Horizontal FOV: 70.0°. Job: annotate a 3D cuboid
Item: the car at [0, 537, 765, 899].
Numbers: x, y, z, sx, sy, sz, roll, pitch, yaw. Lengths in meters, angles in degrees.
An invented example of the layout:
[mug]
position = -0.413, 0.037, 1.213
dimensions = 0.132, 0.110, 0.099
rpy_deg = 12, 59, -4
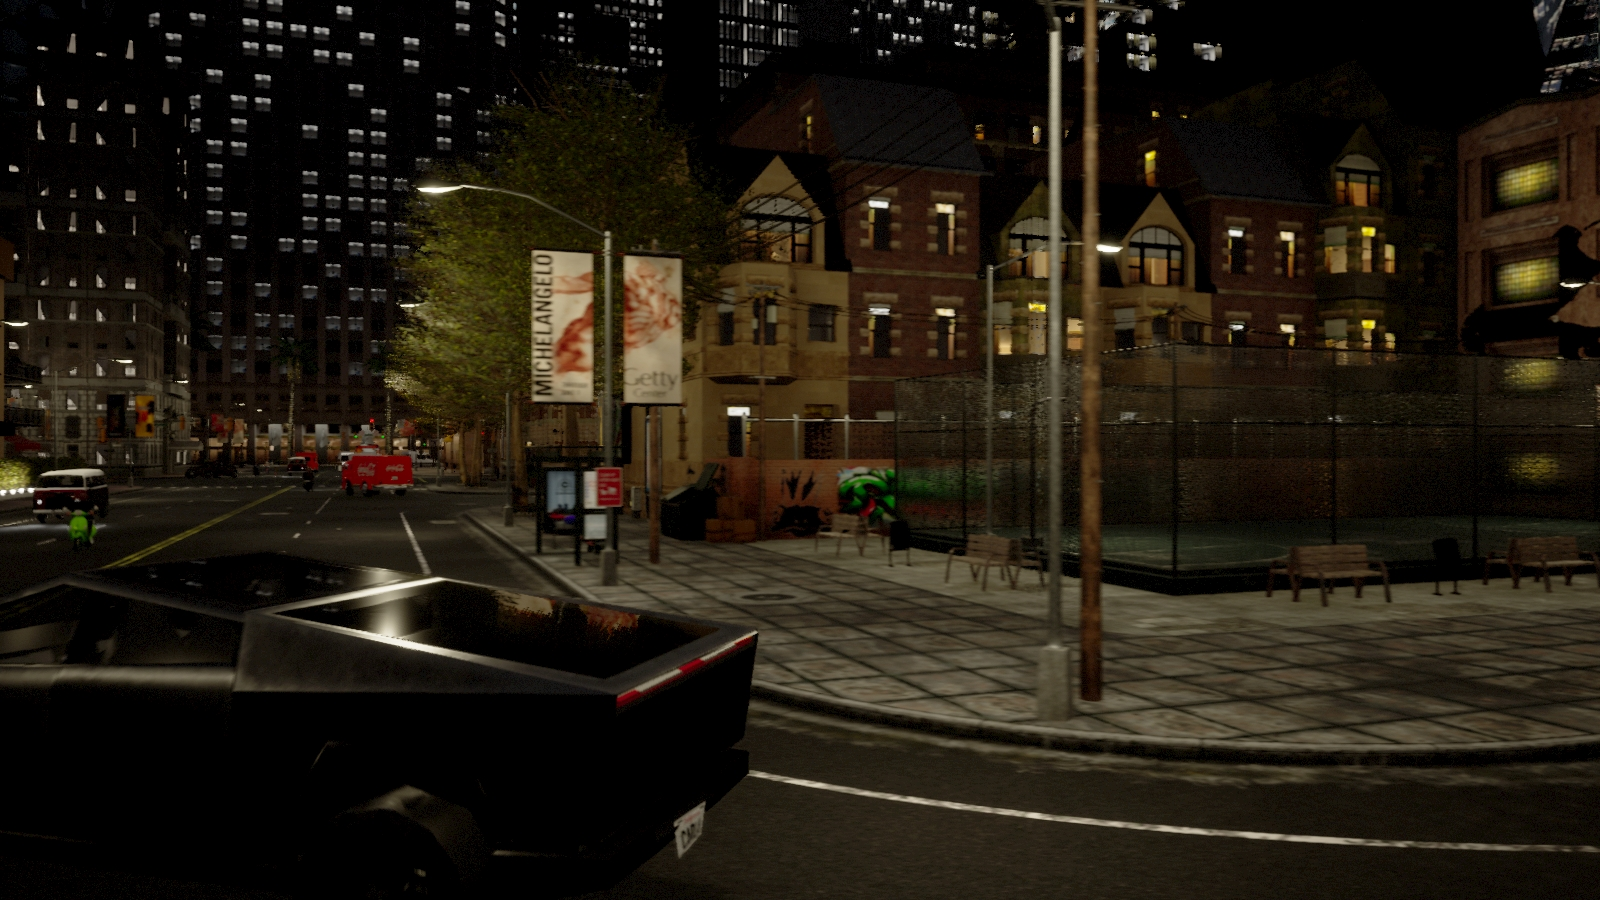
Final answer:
[car]
position = -3.574, 1.753, 7.221
dimensions = 6.274, 2.098, 2.390
rpy_deg = 0, 0, 16
